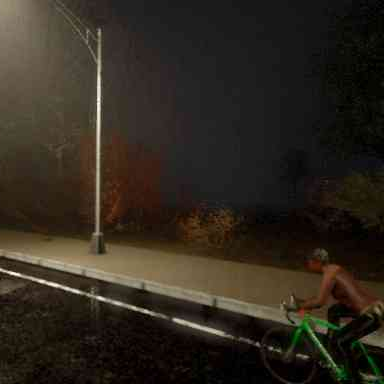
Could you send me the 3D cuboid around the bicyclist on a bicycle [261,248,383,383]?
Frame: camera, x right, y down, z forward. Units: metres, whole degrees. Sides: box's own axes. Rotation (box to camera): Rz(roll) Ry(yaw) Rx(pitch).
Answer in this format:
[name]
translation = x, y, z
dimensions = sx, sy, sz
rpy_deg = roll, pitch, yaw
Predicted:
[bicyclist on a bicycle]
translation = 1.502, 1.445, 3.565
dimensions = 1.656, 1.620, 0.582
rpy_deg = 0, 0, 35
